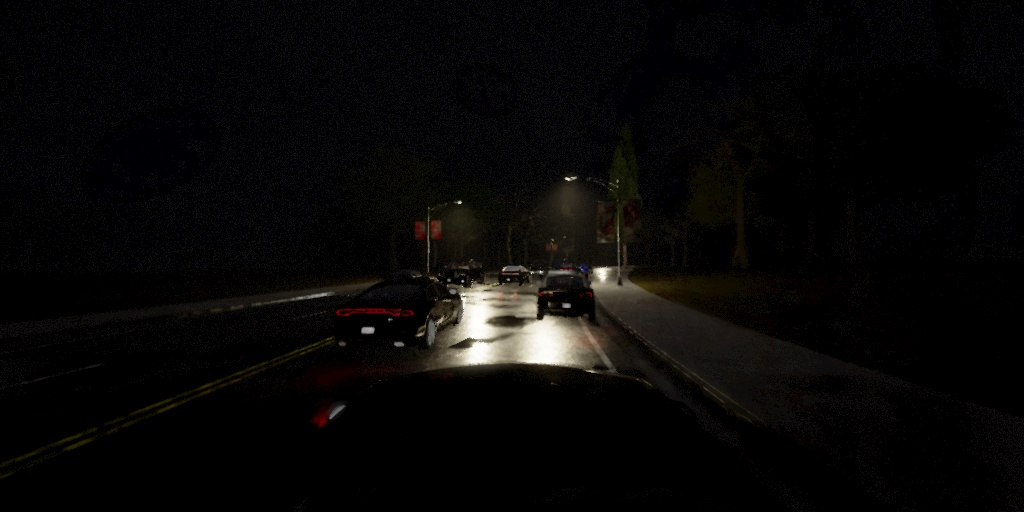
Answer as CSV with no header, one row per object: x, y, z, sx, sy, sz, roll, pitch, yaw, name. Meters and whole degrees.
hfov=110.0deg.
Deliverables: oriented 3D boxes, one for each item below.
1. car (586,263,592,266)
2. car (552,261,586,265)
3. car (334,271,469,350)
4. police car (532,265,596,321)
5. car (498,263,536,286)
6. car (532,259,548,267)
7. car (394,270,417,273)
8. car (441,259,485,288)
9.834,1.654,48.882,1.812,1.442,4.674,-1,-1,21,car
5.990,1.541,37.146,2.128,1.511,4.902,-1,0,19,car
-2.643,1.335,9.495,1.882,1.535,5.008,0,-1,4,car
1.918,1.302,13.273,1.930,1.638,5.238,0,-1,7,police car
0.279,1.521,28.188,2.128,1.511,4.902,-1,-1,12,car
4.916,1.599,64.096,2.150,2.045,5.566,-1,-1,20,car
-7.313,1.625,24.593,1.994,1.385,4.181,-1,-1,11,car
-3.633,1.273,26.637,2.150,2.045,5.566,-1,-1,12,car
